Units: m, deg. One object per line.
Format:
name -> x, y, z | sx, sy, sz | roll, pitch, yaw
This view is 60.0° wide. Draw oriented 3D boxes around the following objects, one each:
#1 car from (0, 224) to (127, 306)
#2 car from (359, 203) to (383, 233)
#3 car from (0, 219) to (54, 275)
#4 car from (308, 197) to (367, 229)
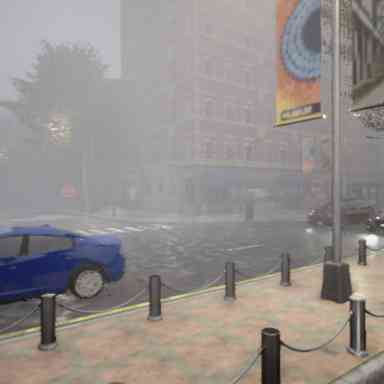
car -> -3.837, 1.472, 6.782 | 5.008, 1.535, 1.882 | -1, 0, -35
car -> 10.877, 1.419, 17.271 | 4.181, 1.385, 1.994 | -1, 0, -35
car -> -6.523, 1.601, 9.164 | 4.718, 1.301, 1.895 | -1, 0, -35
car -> 9.207, 1.203, 20.416 | 4.553, 1.767, 2.097 | -1, 0, -35
